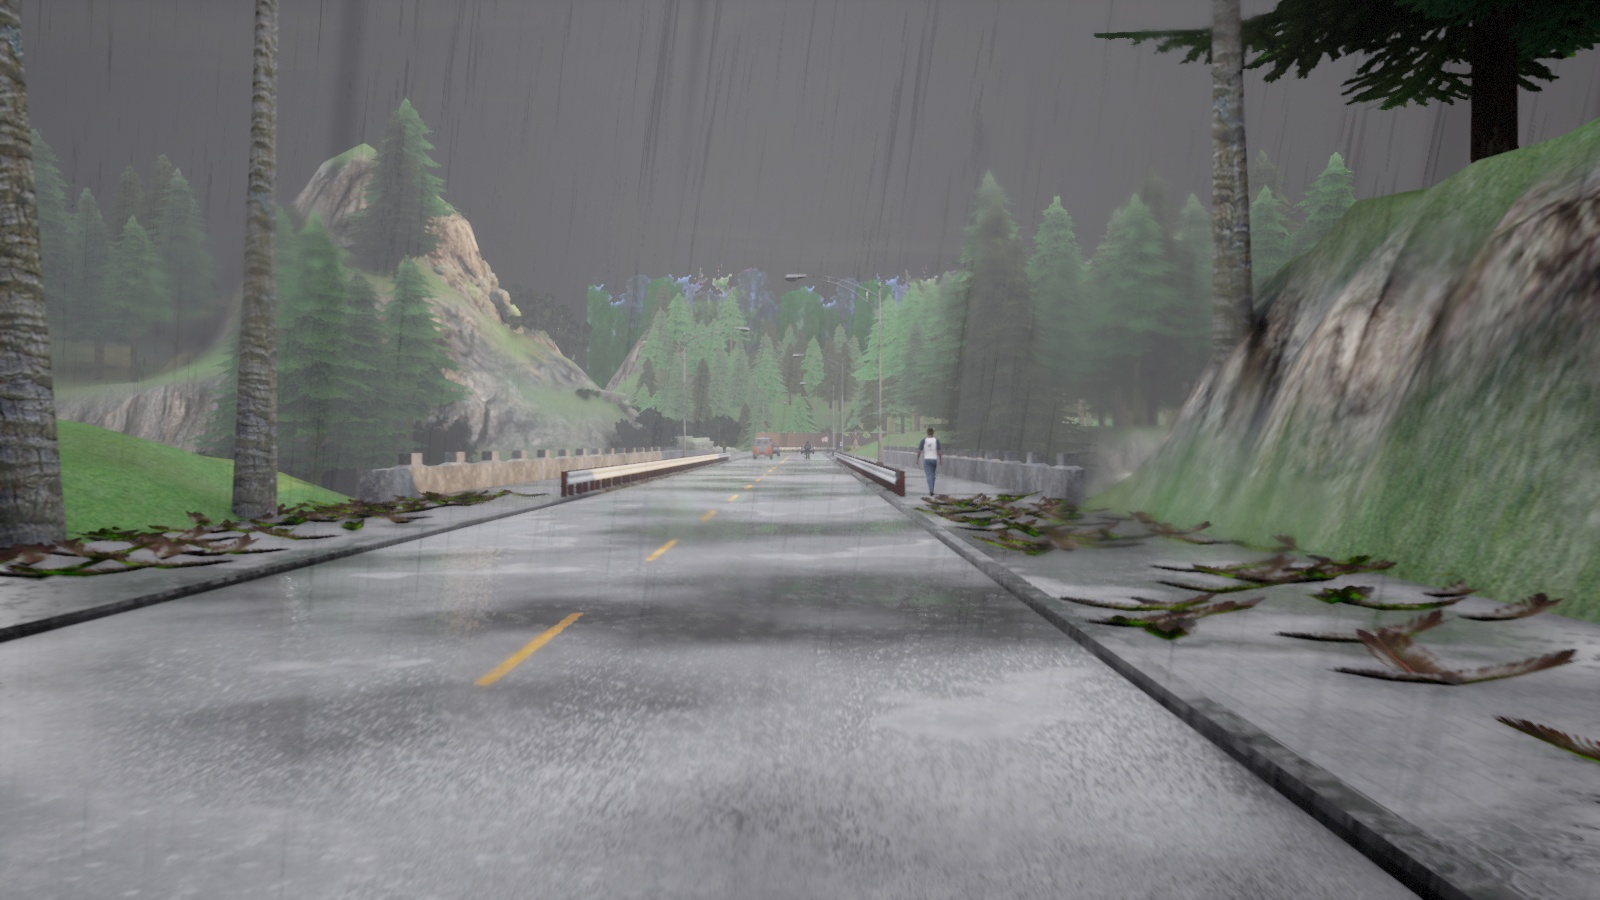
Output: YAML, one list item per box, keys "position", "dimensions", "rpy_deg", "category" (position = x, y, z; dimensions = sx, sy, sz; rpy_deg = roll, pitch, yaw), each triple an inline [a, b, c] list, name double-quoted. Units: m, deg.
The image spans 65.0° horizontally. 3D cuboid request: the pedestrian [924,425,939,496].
- position: [3.453, 0.273, 33.020]
  dimensions: [0.354, 1.836, 0.706]
  rpy_deg: [0, 0, 3]
  category: "pedestrian"
